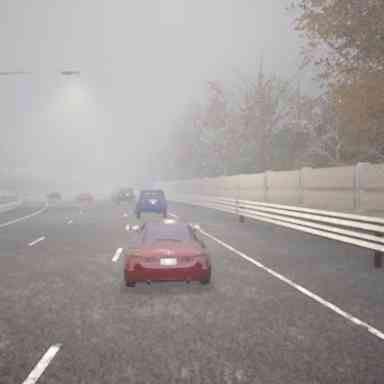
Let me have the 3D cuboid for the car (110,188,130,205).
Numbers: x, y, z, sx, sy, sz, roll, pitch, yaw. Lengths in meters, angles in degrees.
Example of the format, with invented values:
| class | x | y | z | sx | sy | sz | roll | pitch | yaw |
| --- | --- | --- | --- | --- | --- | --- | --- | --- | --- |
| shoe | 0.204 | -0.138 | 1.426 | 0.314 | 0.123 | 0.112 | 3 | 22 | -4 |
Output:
| class | x | y | z | sx | sy | sz | roll | pitch | yaw |
| --- | --- | --- | --- | --- | --- | --- | --- | --- | --- |
| car | -8.356 | 0.466 | 40.878 | 2.150 | 2.045 | 5.566 | 0 | 1 | -20 |

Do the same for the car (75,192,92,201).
| class | x | y | z | sx | sy | sz | roll | pitch | yaw |
| --- | --- | --- | --- | --- | --- | --- | --- | --- | --- |
| car | -16.235 | 0.649 | 49.672 | 1.994 | 1.385 | 4.181 | -1 | 1 | -28 |

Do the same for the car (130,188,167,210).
| class | x | y | z | sx | sy | sz | roll | pitch | yaw |
| --- | --- | --- | --- | --- | --- | --- | --- | --- | --- |
| car | -3.210 | 0.760 | 24.911 | 2.150 | 2.045 | 5.566 | 0 | 1 | -13 |

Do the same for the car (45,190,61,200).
| class | x | y | z | sx | sy | sz | roll | pitch | yaw |
| --- | --- | --- | --- | --- | --- | --- | --- | --- | --- |
| car | -22.472 | 0.518 | 53.637 | 1.837 | 1.490 | 4.892 | 0 | 1 | -31 |

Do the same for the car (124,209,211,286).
| class | x | y | z | sx | sy | sz | roll | pitch | yaw |
| --- | --- | --- | --- | --- | --- | --- | --- | --- | --- |
| car | -0.679 | 1.395 | 8.984 | 1.994 | 1.385 | 4.181 | 0 | 1 | -5 |
